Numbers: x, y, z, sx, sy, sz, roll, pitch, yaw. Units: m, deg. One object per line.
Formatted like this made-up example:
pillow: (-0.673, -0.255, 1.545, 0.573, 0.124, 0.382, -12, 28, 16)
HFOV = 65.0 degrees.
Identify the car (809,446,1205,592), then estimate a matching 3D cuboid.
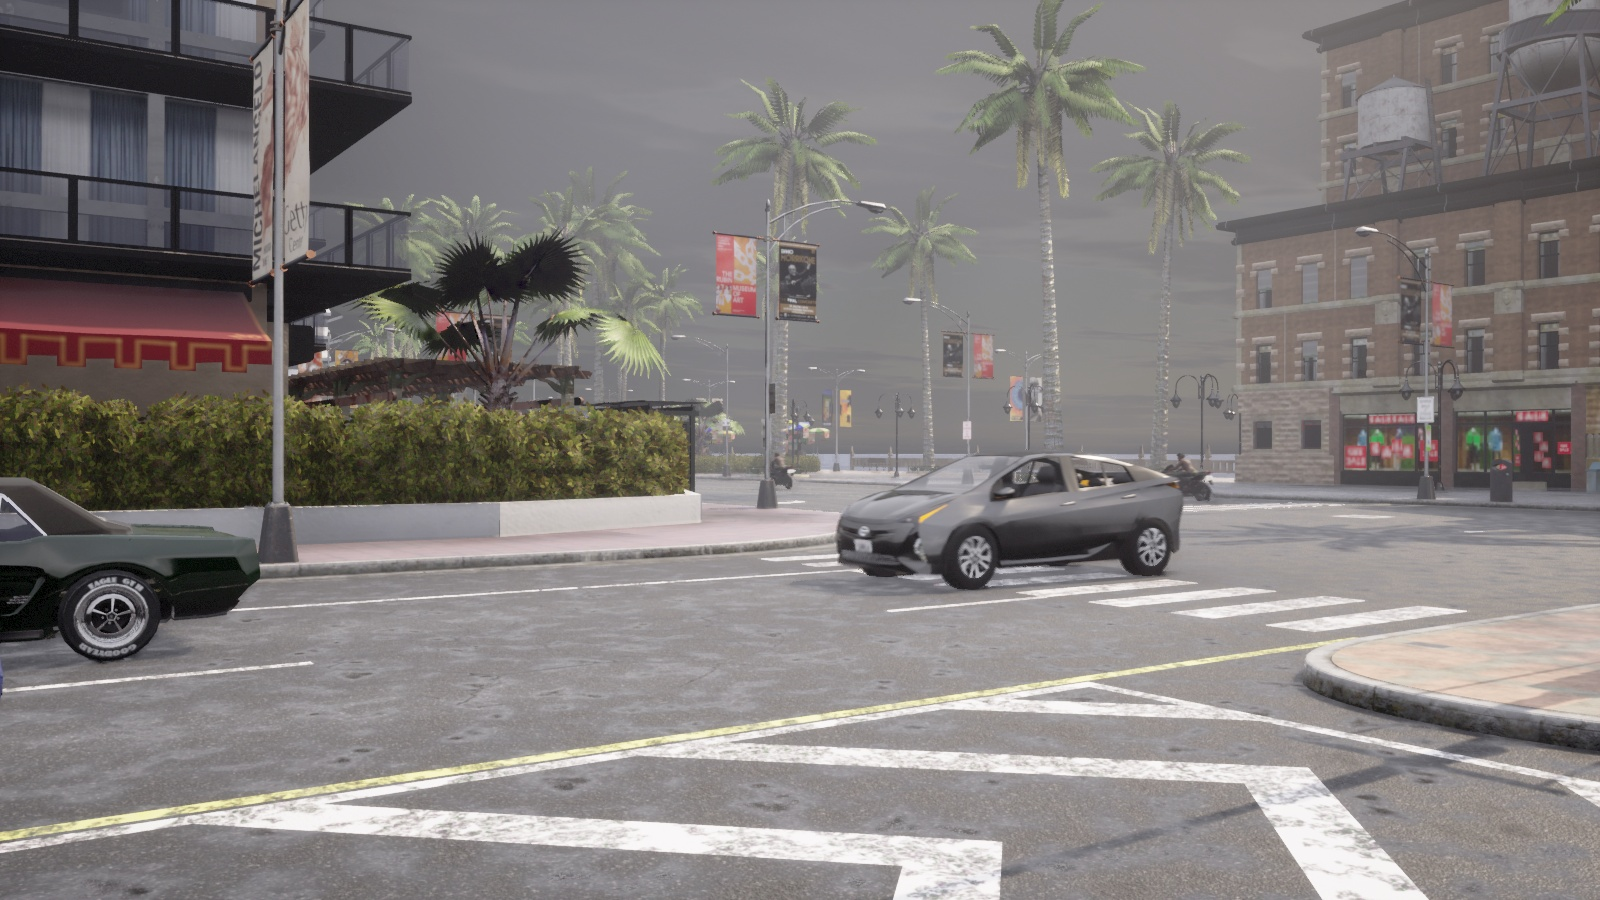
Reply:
car: (2.555, 0.723, 15.155, 4.514, 1.525, 2.007, 0, 0, -32)

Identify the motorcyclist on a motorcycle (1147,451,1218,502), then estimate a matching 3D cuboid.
motorcyclist on a motorcycle: (11.787, 0.797, 38.763, 0.797, 1.523, 2.044, 0, 0, -34)

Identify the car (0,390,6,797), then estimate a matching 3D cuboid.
car: (-5.925, 0.628, 5.020, 4.553, 1.767, 2.097, 0, 0, -35)

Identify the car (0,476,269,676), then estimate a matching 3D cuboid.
car: (-6.481, 0.881, 8.894, 4.718, 1.301, 1.895, 0, 0, -35)

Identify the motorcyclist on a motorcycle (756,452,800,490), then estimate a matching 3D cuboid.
motorcyclist on a motorcycle: (-0.922, 0.854, 51.156, 0.797, 1.523, 2.044, 0, 0, -34)
